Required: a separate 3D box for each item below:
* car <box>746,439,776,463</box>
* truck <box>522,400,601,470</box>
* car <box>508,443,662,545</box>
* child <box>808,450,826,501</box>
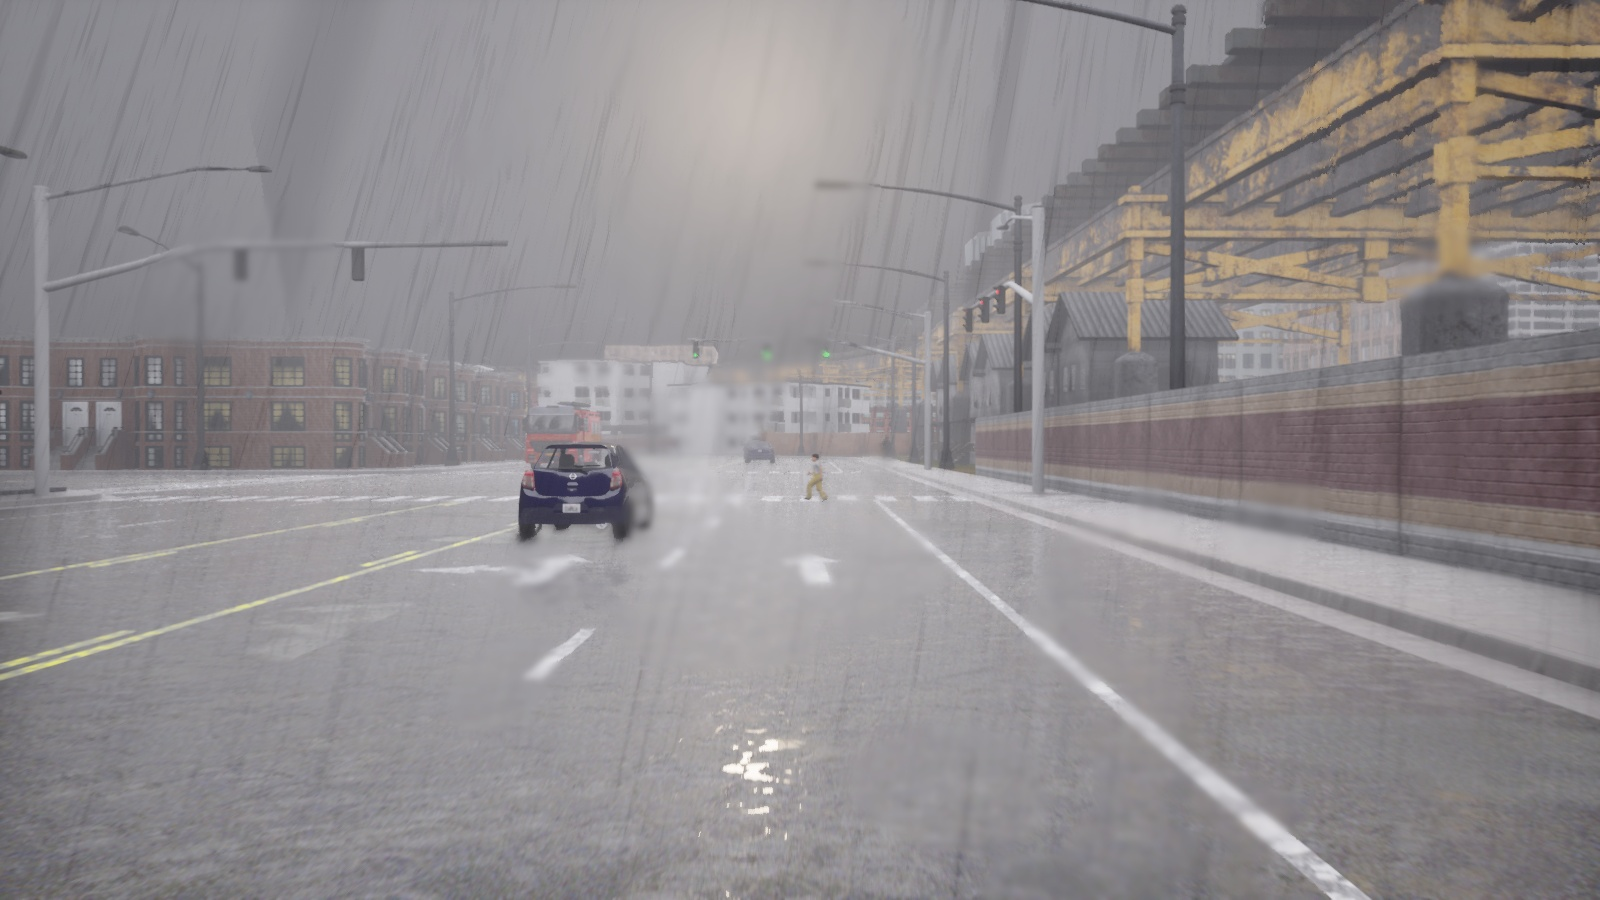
[{"bbox_3d":[-2.932,0.071,94.310,2.097,1.767,4.553,0,0,0],"label":"car"},{"bbox_3d":[-13.561,-0.836,72.246,2.891,3.827,8.468,0,0,0],"label":"truck"},{"bbox_3d":[-3.366,0.643,20.299,1.845,1.501,3.633,0,0,0],"label":"car"},{"bbox_3d":[0.428,0.644,31.716,0.437,1.263,0.270,0,0,9],"label":"child"}]
